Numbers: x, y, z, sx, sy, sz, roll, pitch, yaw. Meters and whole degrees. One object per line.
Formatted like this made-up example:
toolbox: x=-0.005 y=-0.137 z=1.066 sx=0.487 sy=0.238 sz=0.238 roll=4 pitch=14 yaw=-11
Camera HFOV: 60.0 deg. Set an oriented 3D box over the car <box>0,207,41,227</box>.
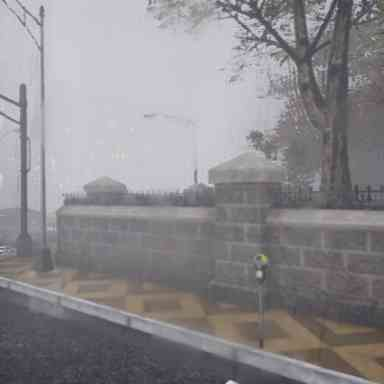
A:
car: x=-13.964 y=1.982 z=25.592 sx=1.837 sy=1.490 sz=4.892 roll=-1 pitch=-1 yaw=34
